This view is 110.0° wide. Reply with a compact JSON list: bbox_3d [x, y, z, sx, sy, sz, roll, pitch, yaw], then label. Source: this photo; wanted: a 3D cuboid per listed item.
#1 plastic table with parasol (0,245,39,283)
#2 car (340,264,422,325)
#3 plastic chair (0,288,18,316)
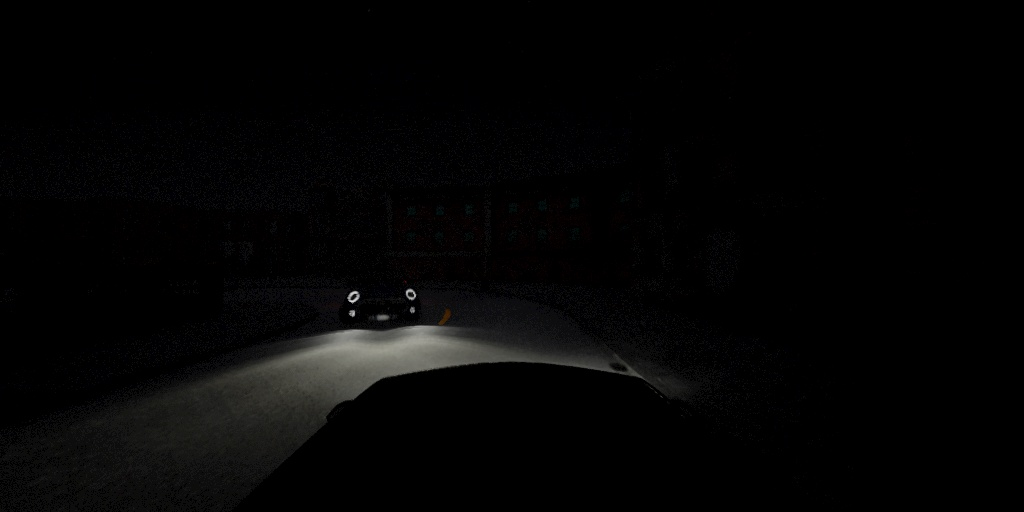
[{"bbox_3d":[-13.358,0.778,8.572,2.482,2.480,2.482,0,0,-1],"label":"plastic table with parasol"},{"bbox_3d":[-4.376,1.170,12.267,2.097,1.767,4.553,0,0,-19],"label":"car"},{"bbox_3d":[-12.104,1.382,8.487,0.730,1.272,0.750,0,0,-1],"label":"plastic chair"}]
